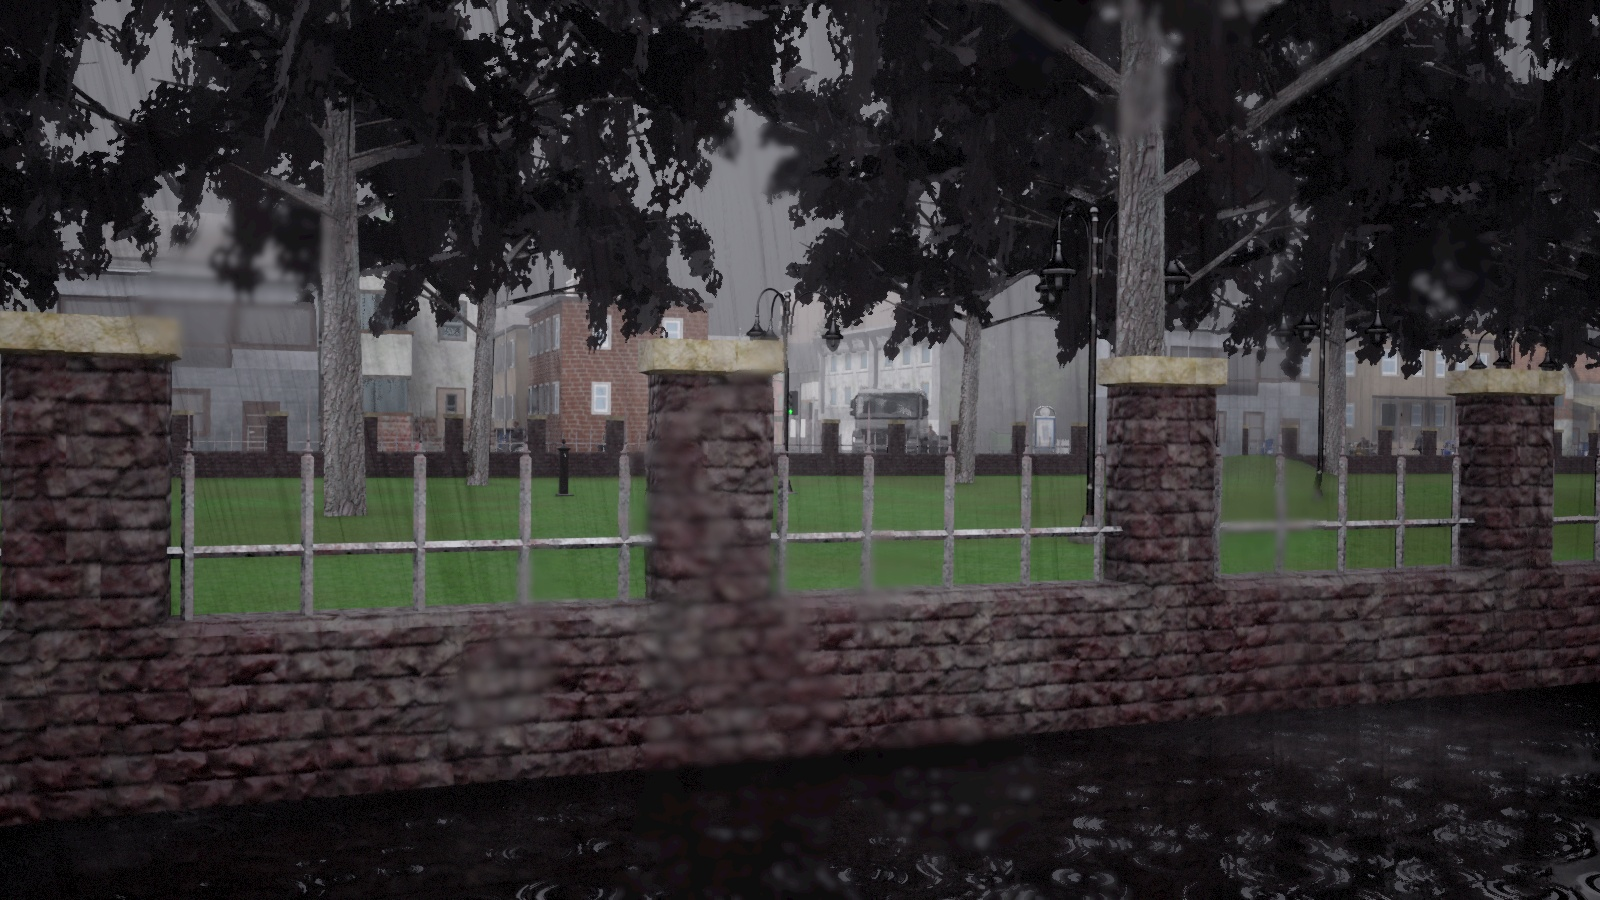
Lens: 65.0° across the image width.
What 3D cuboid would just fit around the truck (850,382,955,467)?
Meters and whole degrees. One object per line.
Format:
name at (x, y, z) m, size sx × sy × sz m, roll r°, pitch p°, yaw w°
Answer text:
truck at (4.697, -1.145, 55.775) m, size 2.891 × 3.462 × 7.936 m, roll -1°, pitch 1°, yaw 17°

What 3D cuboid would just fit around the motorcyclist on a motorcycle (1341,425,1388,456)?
motorcyclist on a motorcycle at (28.501, -0.507, 63.443) m, size 2.191 × 1.530 × 0.866 m, roll -1°, pitch 1°, yaw -21°

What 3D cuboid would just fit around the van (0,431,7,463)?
van at (-50.693, -0.168, 77.829) m, size 1.775 × 1.987 × 4.442 m, roll -1°, pitch 1°, yaw -21°
